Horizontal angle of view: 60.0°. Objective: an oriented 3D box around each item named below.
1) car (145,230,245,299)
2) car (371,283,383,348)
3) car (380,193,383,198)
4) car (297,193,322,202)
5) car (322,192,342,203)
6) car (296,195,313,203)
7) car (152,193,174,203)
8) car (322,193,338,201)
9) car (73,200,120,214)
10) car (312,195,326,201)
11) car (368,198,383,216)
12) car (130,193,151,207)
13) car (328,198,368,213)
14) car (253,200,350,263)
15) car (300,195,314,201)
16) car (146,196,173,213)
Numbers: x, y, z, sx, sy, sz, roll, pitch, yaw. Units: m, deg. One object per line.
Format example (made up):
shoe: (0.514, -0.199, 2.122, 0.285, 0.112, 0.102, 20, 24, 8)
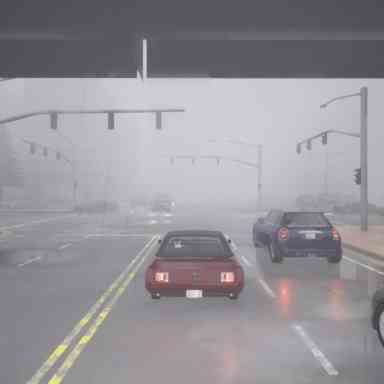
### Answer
car: (0.066, 1.601, 8.384, 1.895, 1.301, 4.718, 0, 0, 0)
car: (3.600, 1.505, 3.062, 1.837, 1.490, 4.892, 0, 0, 0)
car: (39.086, 1.153, 65.764, 1.932, 1.855, 4.605, 0, 0, 0)
car: (16.642, 1.153, 48.193, 1.932, 1.855, 4.605, 0, 0, 0)
car: (19.536, 1.156, 48.148, 1.905, 1.878, 3.866, 0, 0, 0)
car: (22.189, 1.395, 65.623, 1.970, 1.475, 3.806, 0, 0, 0)
car: (-4.518, 1.222, 51.907, 2.150, 2.045, 5.566, 0, 0, 0)
car: (33.489, 1.153, 80.809, 1.932, 1.855, 4.605, 0, 0, 0)
car: (-10.160, 1.547, 35.901, 2.033, 1.411, 5.357, 0, 0, 30)
car: (30.806, 1.364, 80.750, 1.784, 1.438, 3.905, 0, 0, 0)
car: (19.253, 1.505, 30.430, 4.892, 1.490, 1.837, 0, 0, 1)
car: (-8.020, 1.220, 50.708, 2.150, 2.045, 5.566, 0, 0, 0)
car: (16.667, 1.564, 33.962, 4.181, 1.385, 1.994, 0, 0, 1)
car: (3.580, 1.352, 12.150, 2.097, 1.767, 4.553, 0, 0, 0)
car: (27.911, 1.395, 80.742, 1.970, 1.475, 3.806, 0, 0, 0)
car: (-3.603, 1.506, 36.629, 1.837, 1.490, 4.892, -1, 0, -12)
